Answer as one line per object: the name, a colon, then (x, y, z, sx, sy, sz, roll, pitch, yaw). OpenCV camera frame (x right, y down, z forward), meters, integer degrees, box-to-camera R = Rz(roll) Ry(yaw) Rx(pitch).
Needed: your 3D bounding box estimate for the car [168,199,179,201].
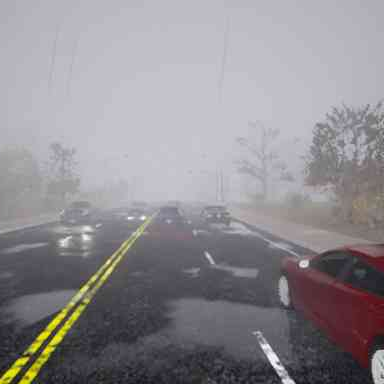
car: (-2.161, 1.626, 39.649, 2.128, 1.511, 4.902, 0, 0, -2)

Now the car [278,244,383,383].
car: (2.831, 1.506, 4.903, 1.882, 1.535, 5.008, 0, 0, -4)

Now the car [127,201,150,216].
car: (-5.481, 1.664, 34.602, 2.033, 1.411, 5.357, 0, 0, -2)

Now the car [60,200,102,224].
car: (-8.360, 1.433, 25.302, 2.097, 1.767, 4.553, 0, 0, -3)

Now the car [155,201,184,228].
car: (-1.526, 1.609, 22.576, 1.812, 1.442, 4.674, 0, 0, -3)

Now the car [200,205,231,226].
car: (1.633, 1.642, 24.409, 2.033, 1.411, 5.357, 0, 0, -3)
